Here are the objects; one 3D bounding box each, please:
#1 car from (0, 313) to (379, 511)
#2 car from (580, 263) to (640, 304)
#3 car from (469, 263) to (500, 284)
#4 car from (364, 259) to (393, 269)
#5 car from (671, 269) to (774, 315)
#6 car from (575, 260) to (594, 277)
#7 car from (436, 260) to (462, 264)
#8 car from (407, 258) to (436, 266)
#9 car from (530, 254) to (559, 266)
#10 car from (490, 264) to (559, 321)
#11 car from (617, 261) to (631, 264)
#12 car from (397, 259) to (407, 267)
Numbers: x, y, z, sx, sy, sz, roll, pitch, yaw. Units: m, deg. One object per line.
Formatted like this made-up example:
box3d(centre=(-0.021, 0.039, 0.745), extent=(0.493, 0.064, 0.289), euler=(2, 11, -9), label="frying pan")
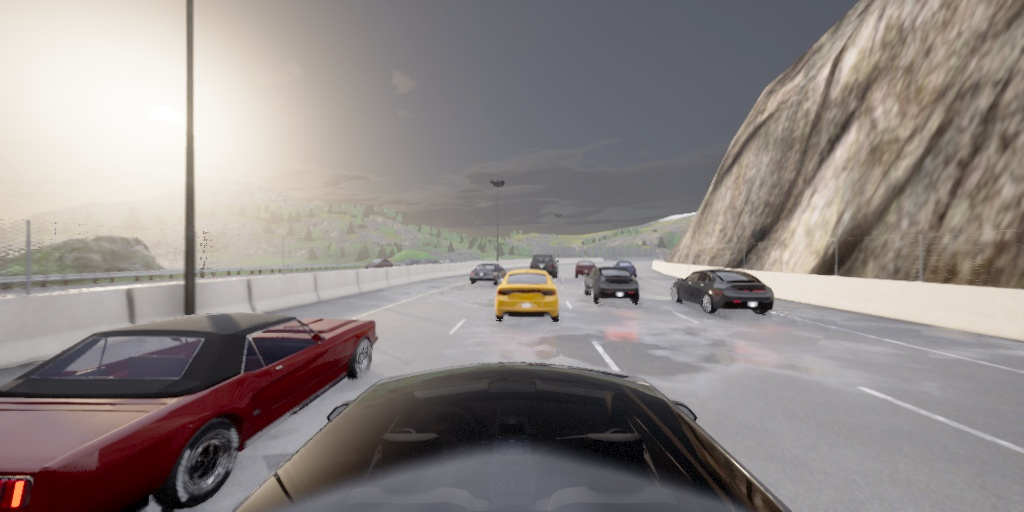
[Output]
box3d(centre=(-3.319, 1.335, 4.275), extent=(1.895, 1.301, 4.718), euler=(0, 0, 1), label="car")
box3d(centre=(4.380, 1.222, 16.236), extent=(1.837, 1.490, 4.892), euler=(0, 0, 5), label="car")
box3d(centre=(-1.602, 1.222, 25.512), extent=(2.033, 1.411, 5.357), euler=(0, 0, 8), label="car")
box3d(centre=(-18.325, 1.087, 49.547), extent=(1.812, 1.442, 4.674), euler=(0, 0, 14), label="car")
box3d(centre=(7.658, 1.238, 13.549), extent=(1.837, 1.490, 4.892), euler=(0, 0, 4), label="car")
box3d(centre=(6.879, 1.149, 33.420), extent=(1.882, 1.535, 5.008), euler=(0, 0, 11), label="car")
box3d(centre=(-7.955, 1.157, 47.723), extent=(1.994, 1.385, 4.181), euler=(0, 0, 15), label="car")
box3d(centre=(-11.463, 1.075, 48.092), extent=(2.128, 1.511, 4.902), euler=(0, 0, 15), label="car")
box3d(centre=(2.787, 0.891, 30.687), extent=(2.150, 2.045, 5.566), euler=(0, 0, 10), label="car")
box3d(centre=(0.551, 1.197, 12.336), extent=(1.882, 1.535, 5.008), euler=(0, 0, 4), label="car")
box3d(centre=(10.442, 1.206, 33.408), extent=(1.812, 1.442, 4.674), euler=(0, 0, 11), label="car")
box3d(centre=(-14.335, 1.060, 50.927), extent=(2.128, 1.511, 4.902), euler=(0, 0, 16), label="car")
